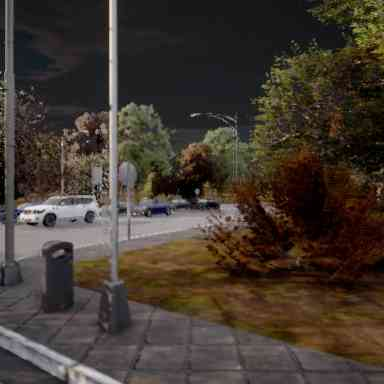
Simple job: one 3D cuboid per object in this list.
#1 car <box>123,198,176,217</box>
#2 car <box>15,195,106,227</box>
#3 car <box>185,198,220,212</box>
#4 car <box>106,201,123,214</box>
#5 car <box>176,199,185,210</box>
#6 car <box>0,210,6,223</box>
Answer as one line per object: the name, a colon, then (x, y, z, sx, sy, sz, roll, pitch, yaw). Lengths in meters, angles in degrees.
car: (-3.996, 1.408, 31.845, 2.097, 1.767, 4.553, 0, 0, 32)
car: (-9.163, 1.276, 23.667, 2.150, 2.045, 5.566, 0, 0, 32)
car: (1.584, 1.535, 40.663, 1.882, 1.535, 5.008, 0, 0, 32)
car: (-7.250, 1.591, 33.247, 1.812, 1.442, 4.674, 0, 0, 32)
car: (-1.961, 1.592, 41.589, 1.812, 1.442, 4.674, 0, 0, 32)
car: (-12.203, 1.541, 25.401, 1.882, 1.535, 5.008, 0, 0, 32)
